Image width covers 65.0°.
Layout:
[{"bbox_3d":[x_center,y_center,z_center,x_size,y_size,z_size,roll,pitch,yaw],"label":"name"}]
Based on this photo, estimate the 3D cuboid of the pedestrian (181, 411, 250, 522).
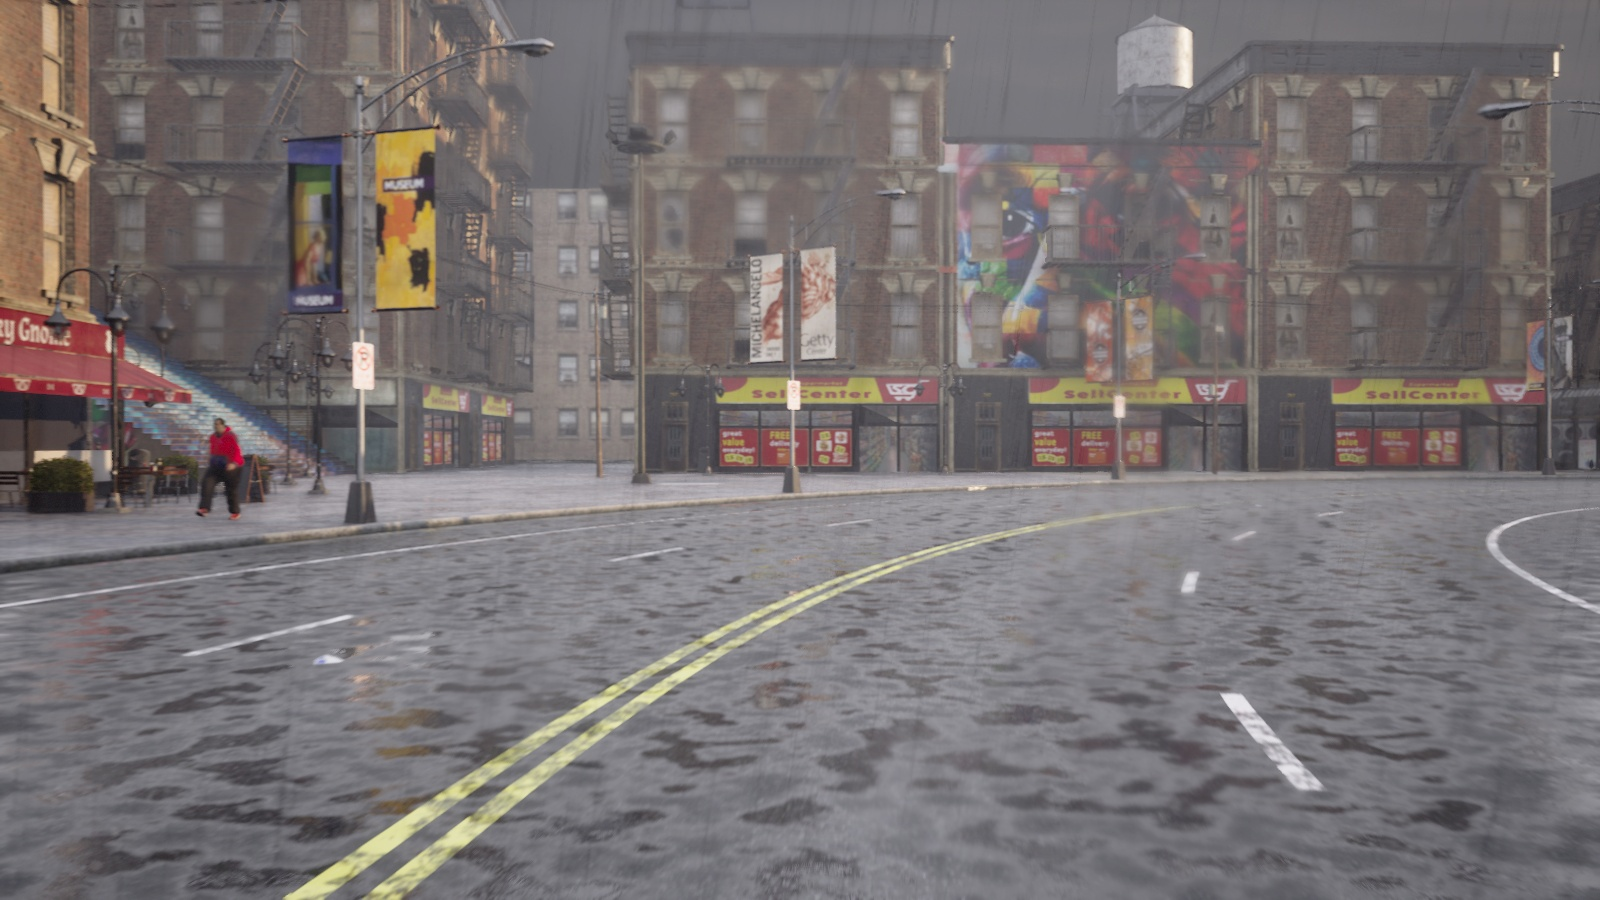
[{"bbox_3d":[-9.916,0.268,21.323,0.634,1.844,0.899,0,0,15],"label":"pedestrian"}]
